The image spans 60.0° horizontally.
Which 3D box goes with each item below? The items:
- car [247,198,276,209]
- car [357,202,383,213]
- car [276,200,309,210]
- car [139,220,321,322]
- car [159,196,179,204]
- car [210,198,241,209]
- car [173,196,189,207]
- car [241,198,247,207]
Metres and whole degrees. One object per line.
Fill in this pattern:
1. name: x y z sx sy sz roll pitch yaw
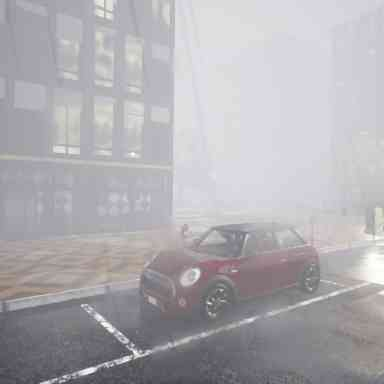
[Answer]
1. car: 11.160 1.800 51.450 1.887 1.381 4.507 1 -1 -35
2. car: 20.992 1.730 37.567 1.947 1.339 4.313 1 -1 -35
3. car: 14.437 1.806 46.822 1.802 1.307 4.206 1 -1 -35
4. car: 0.905 1.442 7.195 4.097 1.590 1.967 0 1 -36
5. car: -5.225 1.724 74.591 2.192 1.841 5.009 1 -1 -35
6. car: 4.318 1.678 46.612 2.008 1.369 4.403 1 -1 -35
7. car: -2.236 1.733 55.867 1.887 1.381 4.507 1 -1 -35
8. car: 7.883 1.726 56.079 1.967 1.590 4.097 1 -1 -35
